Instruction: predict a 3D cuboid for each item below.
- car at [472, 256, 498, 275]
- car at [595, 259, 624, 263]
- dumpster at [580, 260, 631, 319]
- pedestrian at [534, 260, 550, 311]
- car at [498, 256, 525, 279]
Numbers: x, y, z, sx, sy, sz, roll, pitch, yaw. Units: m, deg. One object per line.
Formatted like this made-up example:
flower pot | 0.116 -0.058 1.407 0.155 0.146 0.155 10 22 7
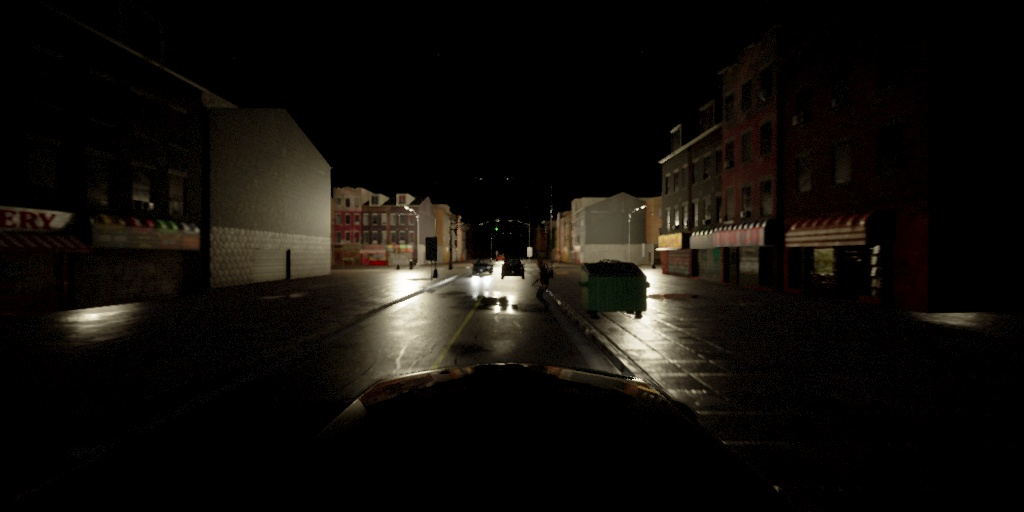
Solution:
car | -2.755 1.024 34.851 2.128 1.511 4.902 0 0 0
car | 12.364 0.988 44.215 4.313 1.339 1.948 0 0 0
dumpster | 3.013 1.076 11.805 1.020 1.700 1.940 0 0 0
pedestrian | 1.072 0.970 12.466 0.375 1.860 0.375 0 0 -10
car | 0.077 1.042 29.605 1.882 1.535 5.008 0 0 0
